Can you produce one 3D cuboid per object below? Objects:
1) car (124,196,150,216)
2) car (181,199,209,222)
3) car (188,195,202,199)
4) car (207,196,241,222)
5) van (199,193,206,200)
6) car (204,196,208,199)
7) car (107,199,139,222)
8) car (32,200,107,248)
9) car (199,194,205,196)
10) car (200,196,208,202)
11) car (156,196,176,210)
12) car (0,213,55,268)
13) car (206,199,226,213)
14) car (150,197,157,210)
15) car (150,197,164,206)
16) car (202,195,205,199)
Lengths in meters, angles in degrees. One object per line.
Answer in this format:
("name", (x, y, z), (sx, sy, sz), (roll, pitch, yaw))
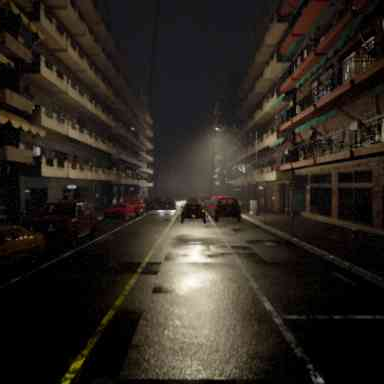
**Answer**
("car", (-5.697, 1.299, 31.895), (2.192, 1.841, 5.009), (-1, 0, 0))
("car", (0.107, 1.513, 25.832), (1.812, 1.442, 4.674), (0, 0, 0))
("car", (0.113, 1.474, 45.389), (1.837, 1.490, 4.892), (0, 0, 0))
("car", (2.648, 1.302, 26.288), (2.192, 1.841, 5.009), (-1, 0, 0))
("van", (2.701, 1.249, 88.598), (1.690, 1.788, 3.998), (-1, 0, 0))
("car", (2.650, 1.298, 31.953), (2.192, 1.841, 5.009), (-1, 0, 0))
("car", (-5.695, 1.533, 26.232), (1.887, 1.381, 4.507), (-1, 0, 0))
("car", (-5.703, 1.310, 14.902), (2.192, 1.841, 5.009), (-1, 0, 0))
("car", (2.699, 1.510, 65.939), (1.947, 1.339, 4.313), (-1, 0, 0))
("car", (2.701, 1.510, 77.269), (1.802, 1.307, 4.206), (-1, 0, 0))
("car", (-2.996, 1.538, 41.927), (1.994, 1.385, 4.181), (0, 0, 0))
("car", (-5.702, 1.522, 9.067), (1.752, 1.417, 4.829), (-1, 0, 0))
("car", (2.656, 1.544, 37.617), (1.947, 1.339, 4.313), (-1, 0, 0))
("car", (-5.690, 1.517, 43.225), (1.887, 1.381, 4.507), (-1, 0, 0))
("car", (-5.686, 1.525, 54.556), (1.947, 1.339, 4.313), (-1, 0, 0))
("car", (2.657, 1.517, 43.282), (1.887, 1.381, 4.507), (-1, 0, 0))
